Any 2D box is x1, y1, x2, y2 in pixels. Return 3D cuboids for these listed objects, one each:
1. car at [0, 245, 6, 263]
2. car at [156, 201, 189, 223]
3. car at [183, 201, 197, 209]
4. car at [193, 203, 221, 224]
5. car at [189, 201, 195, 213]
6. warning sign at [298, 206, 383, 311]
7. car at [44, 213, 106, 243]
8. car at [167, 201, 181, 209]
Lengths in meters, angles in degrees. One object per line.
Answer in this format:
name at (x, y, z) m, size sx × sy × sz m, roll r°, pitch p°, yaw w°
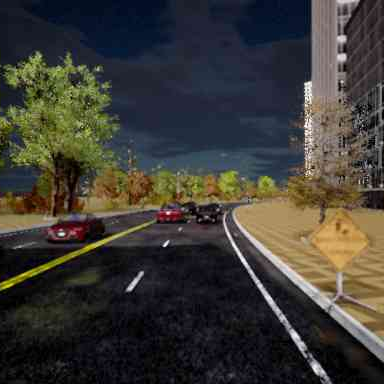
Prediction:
car at (-6.466, 1.714, 7.564) m, size 1.895 × 1.301 × 4.718 m, roll 0°, pitch -1°, yaw 2°
car at (-1.837, 1.838, 30.347) m, size 2.097 × 1.767 × 4.553 m, roll 0°, pitch -1°, yaw 5°
car at (-0.422, 2.546, 66.348) m, size 1.882 × 1.535 × 5.008 m, roll 0°, pitch -1°, yaw 11°
car at (1.424, 1.966, 30.127) m, size 1.882 × 1.535 × 5.008 m, roll 0°, pitch -1°, yaw 5°
car at (-0.335, 2.200, 44.880) m, size 1.882 × 1.535 × 5.008 m, roll 0°, pitch -1°, yaw 8°
warning sign at (2.916, 1.227, 6.570) m, size 1.300 × 1.860 × 1.060 m, roll 0°, pitch -1°, yaw 1°
car at (-6.078, 1.840, 17.775) m, size 1.994 × 1.385 × 4.181 m, roll 0°, pitch -1°, yaw 3°
car at (-3.604, 2.572, 66.991) m, size 1.837 × 1.490 × 4.892 m, roll 0°, pitch -1°, yaw 10°
